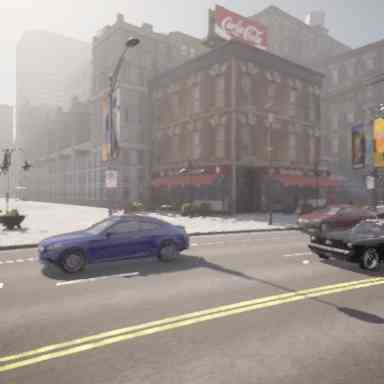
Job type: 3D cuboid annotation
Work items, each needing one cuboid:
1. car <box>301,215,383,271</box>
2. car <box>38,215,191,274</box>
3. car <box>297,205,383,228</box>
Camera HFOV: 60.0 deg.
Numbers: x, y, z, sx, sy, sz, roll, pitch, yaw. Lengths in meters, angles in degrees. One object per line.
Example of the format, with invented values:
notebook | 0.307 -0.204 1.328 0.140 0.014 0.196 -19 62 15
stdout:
car | 6.136 1.568 10.742 4.718 1.301 1.895 0 0 -22
car | -2.277 1.484 10.457 4.674 1.442 1.812 0 0 -30
car | 8.117 1.461 18.501 4.674 1.452 2.002 0 0 -18
